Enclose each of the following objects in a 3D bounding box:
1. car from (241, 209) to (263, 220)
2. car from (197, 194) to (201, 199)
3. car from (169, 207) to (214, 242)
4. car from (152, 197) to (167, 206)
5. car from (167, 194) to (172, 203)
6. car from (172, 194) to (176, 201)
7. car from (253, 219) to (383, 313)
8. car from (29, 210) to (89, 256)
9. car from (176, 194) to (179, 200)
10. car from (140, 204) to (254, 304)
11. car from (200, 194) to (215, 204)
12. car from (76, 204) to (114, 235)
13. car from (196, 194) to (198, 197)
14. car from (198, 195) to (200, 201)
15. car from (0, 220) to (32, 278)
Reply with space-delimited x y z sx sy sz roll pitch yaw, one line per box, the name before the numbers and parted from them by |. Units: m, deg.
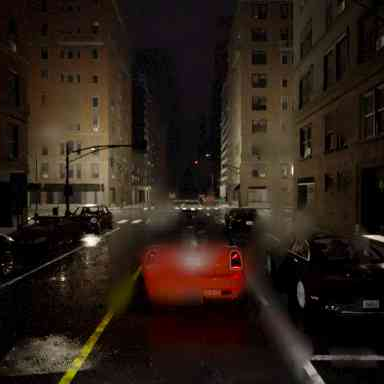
car | 2.834 1.565 18.475 1.947 1.339 4.313 0 0 0
car | 2.836 1.519 77.202 1.967 1.590 4.097 0 0 0
car | -0.016 1.563 16.988 1.994 1.385 4.181 0 0 0
car | -5.701 1.614 55.568 1.802 1.307 4.206 0 0 0
car | -5.694 1.602 66.385 2.008 1.369 4.403 0 0 0
car | -5.685 1.621 82.441 1.752 1.417 4.829 0 0 0
car | 2.847 1.550 7.473 2.008 1.369 4.403 0 0 0
car | -5.685 1.581 12.964 1.802 1.307 4.206 0 0 0
car | -5.679 1.451 93.429 2.192 1.841 5.009 0 0 0
car | 0.053 1.351 8.334 2.097 1.767 4.553 0 0 0
car | 2.823 1.472 55.566 1.967 1.590 4.097 0 0 0
car | -5.691 1.439 18.466 1.967 1.590 4.097 0 0 0
car | 2.843 1.555 88.019 1.967 1.590 4.097 0 0 0
car | 2.831 1.602 66.383 2.008 1.369 4.403 0 0 0
car | -5.678 1.565 7.463 1.947 1.339 4.313 0 0 0
